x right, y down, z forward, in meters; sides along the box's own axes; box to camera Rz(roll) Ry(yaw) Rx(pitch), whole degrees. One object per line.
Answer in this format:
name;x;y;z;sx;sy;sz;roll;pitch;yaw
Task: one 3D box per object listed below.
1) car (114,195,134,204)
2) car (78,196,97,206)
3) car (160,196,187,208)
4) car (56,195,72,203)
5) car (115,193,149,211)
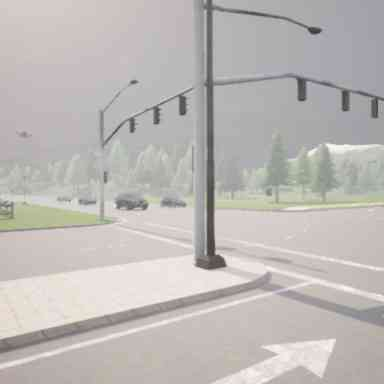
car;-12.075;1.335;58.795;1.837;1.490;4.892;0;0;-34
car;-16.693;1.356;53.135;1.882;1.535;5.008;0;0;-34
car;-2.608;1.336;45.098;1.837;1.490;4.892;0;0;-35
car;-25.423;1.365;65.834;2.033;1.411;5.357;0;0;-35
car;-7.186;1.102;39.404;2.150;2.045;5.566;0;0;-35
